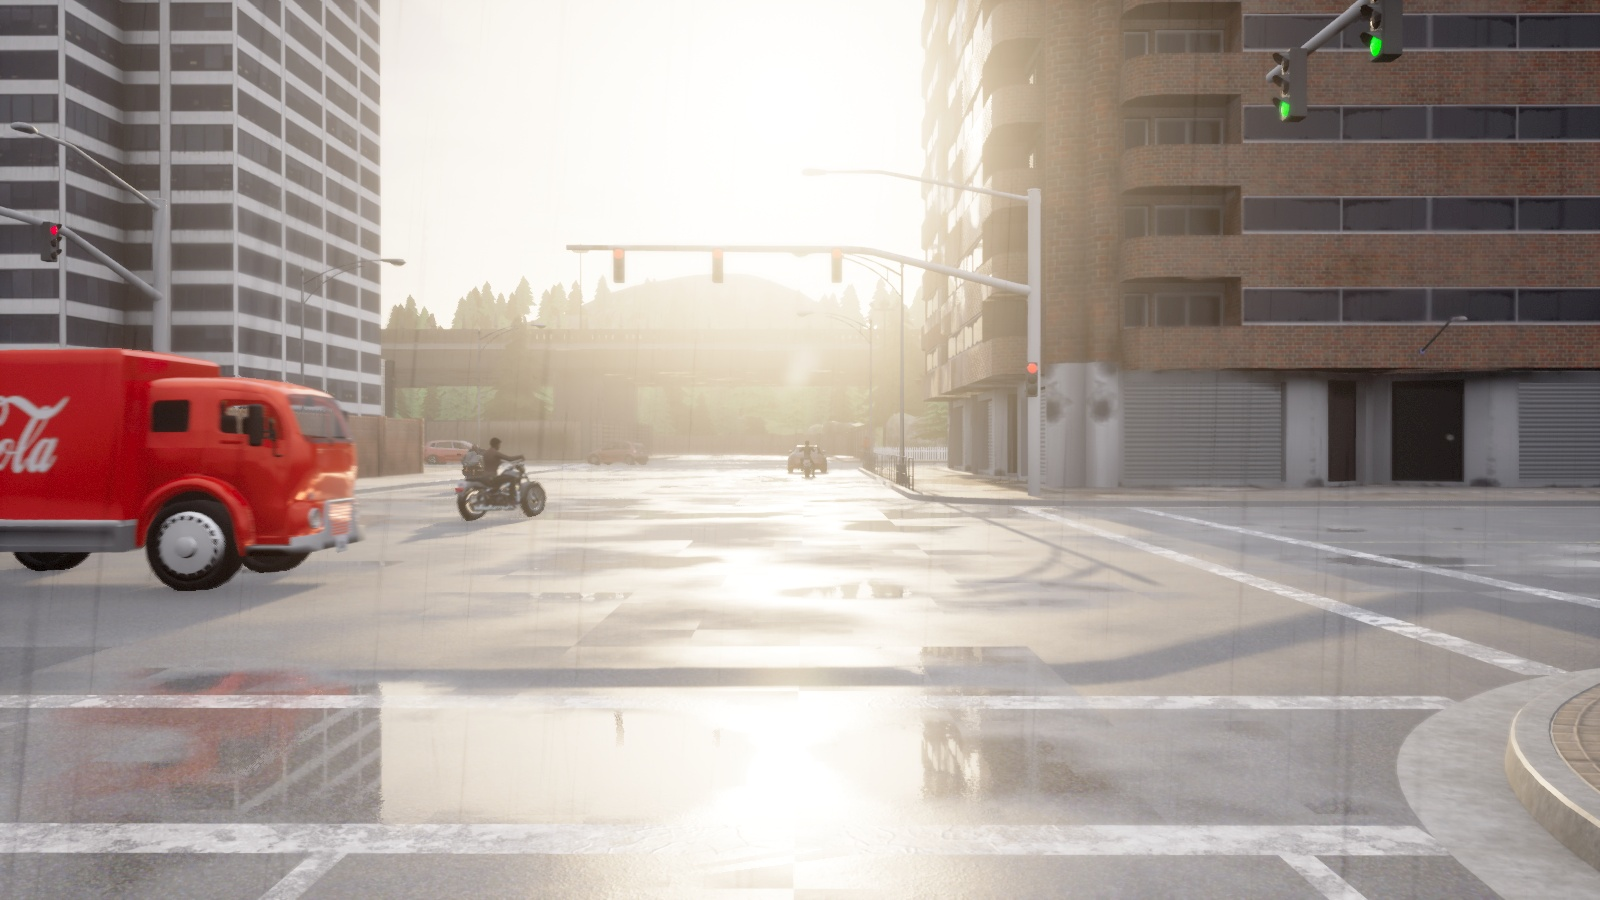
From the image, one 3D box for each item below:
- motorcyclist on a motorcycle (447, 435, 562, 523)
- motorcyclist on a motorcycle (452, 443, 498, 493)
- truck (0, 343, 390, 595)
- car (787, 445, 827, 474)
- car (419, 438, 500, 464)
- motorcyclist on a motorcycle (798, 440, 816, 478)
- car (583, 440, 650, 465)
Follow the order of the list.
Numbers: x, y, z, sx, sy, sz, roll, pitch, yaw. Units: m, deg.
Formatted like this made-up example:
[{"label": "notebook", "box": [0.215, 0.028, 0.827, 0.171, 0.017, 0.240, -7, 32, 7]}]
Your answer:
[{"label": "motorcyclist on a motorcycle", "box": [-5.793, 0.552, 24.783, 0.766, 1.649, 2.350, -1, 0, 32]}, {"label": "motorcyclist on a motorcycle", "box": [-10.265, 0.549, 39.709, 0.866, 1.530, 2.191, 0, 0, 0]}, {"label": "truck", "box": [-7.493, 0.177, 13.646, 5.204, 2.467, 2.627, 0, 0, 1]}, {"label": "car", "box": [0.367, 0.450, 63.841, 1.994, 1.385, 4.181, 0, 0, 0]}, {"label": "car", "box": [-21.866, 0.062, 80.710, 4.611, 1.667, 2.242, 0, 0, 0]}, {"label": "motorcyclist on a motorcycle", "box": [0.320, 0.386, 55.093, 0.766, 1.649, 2.350, 0, 0, 1]}, {"label": "car", "box": [-12.185, 0.158, 83.383, 3.988, 1.617, 1.851, 0, 0, 24]}]
